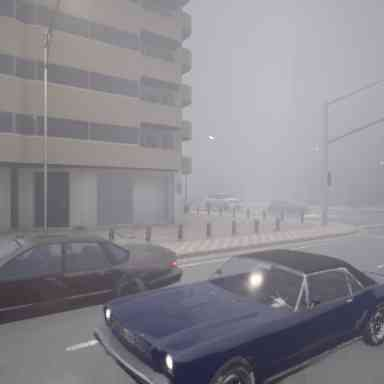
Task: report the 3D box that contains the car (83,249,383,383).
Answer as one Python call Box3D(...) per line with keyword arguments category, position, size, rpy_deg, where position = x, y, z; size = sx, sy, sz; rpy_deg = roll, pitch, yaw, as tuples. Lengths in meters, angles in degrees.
Box3D(category="car", position=(1.128, 1.601, 4.788), size=(4.718, 1.301, 1.895), rpy_deg=(0, 0, -35))

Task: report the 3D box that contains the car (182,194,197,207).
Box3D(category="car", position=(-1.899, 1.435, 49.785), size=(2.128, 1.511, 4.902), rpy_deg=(0, 0, -35))

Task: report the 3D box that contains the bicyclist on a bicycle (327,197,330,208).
Box3D(category="bicyclist on a bicycle", position=(17.369, 1.244, 43.071), size=(1.656, 1.620, 0.582), rpy_deg=(0, 0, -35))

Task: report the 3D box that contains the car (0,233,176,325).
Box3D(category="car", position=(-2.759, 1.547, 6.321), size=(5.357, 1.411, 2.033), rpy_deg=(0, 0, -35))

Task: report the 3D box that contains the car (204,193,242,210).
Box3D(category="car", position=(3.815, 1.165, 41.553), size=(2.150, 2.045, 5.566), rpy_deg=(0, 0, -35))

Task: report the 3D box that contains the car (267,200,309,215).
Box3D(category="car", position=(9.590, 1.508, 33.383), size=(1.994, 1.385, 4.181), rpy_deg=(0, 0, -35))
